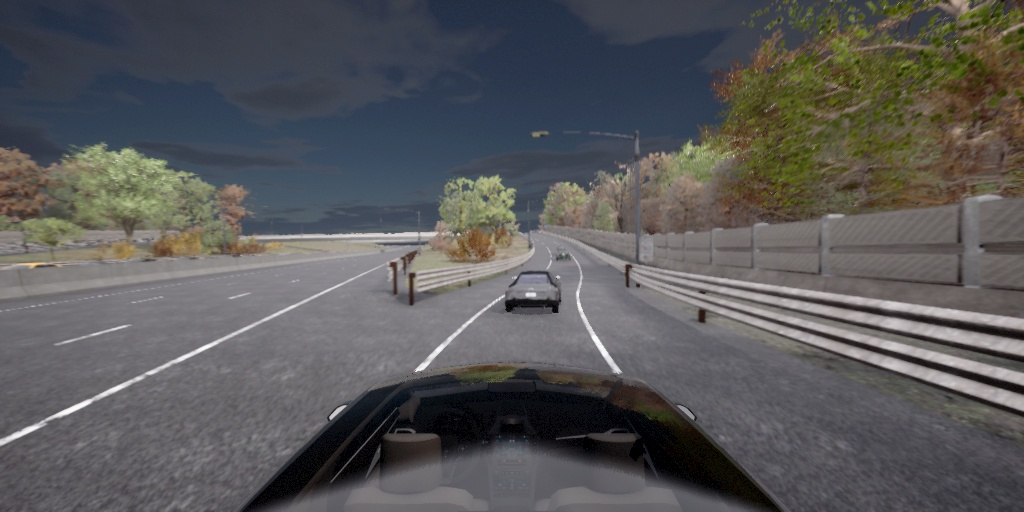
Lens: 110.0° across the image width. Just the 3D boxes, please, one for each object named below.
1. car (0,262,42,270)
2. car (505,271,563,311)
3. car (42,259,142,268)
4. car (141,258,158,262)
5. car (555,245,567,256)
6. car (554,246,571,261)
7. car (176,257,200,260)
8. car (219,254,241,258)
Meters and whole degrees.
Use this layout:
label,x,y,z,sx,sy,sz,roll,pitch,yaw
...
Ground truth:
label,x,y,z,sx,sy,sz,roll,pitch,yaw
car,-34.548,1.253,25.601,1.882,1.535,5.008,-2,2,-14
car,0.952,1.261,14.136,1.994,1.385,4.181,-1,0,9
car,-31.297,1.150,27.010,2.128,1.511,4.902,-2,2,-14
car,-41.873,1.033,40.312,1.837,1.490,4.892,-2,2,-14
car,8.468,-0.959,62.204,1.837,1.490,4.892,-1,5,4
car,7.420,-0.314,52.134,2.097,1.767,4.553,-1,4,6
car,-38.909,0.891,42.838,1.837,1.490,4.892,-2,2,-14
car,-35.965,0.593,45.482,2.097,1.767,4.553,-2,2,-14
